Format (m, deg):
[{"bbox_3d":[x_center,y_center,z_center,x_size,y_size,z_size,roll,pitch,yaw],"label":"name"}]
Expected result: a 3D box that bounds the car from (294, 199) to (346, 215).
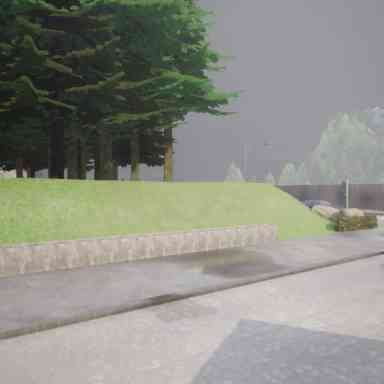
[{"bbox_3d":[11.976,1.478,31.234,1.882,1.535,5.008,0,0,-35],"label":"car"}]
